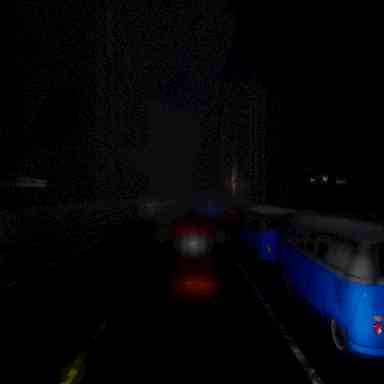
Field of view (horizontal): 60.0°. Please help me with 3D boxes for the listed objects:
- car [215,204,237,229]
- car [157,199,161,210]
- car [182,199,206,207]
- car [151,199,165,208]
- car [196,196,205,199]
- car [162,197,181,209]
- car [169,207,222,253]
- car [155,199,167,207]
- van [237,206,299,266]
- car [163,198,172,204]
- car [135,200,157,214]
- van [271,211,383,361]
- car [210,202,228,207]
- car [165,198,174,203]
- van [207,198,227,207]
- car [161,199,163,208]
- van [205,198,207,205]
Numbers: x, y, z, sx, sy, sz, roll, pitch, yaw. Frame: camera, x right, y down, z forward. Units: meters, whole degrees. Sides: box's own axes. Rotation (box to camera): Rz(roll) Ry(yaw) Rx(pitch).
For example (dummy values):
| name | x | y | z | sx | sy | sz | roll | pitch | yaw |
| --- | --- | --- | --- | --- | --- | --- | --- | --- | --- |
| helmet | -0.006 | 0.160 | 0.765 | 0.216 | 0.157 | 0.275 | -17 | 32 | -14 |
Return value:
| name | x | y | z | sx | sy | sz | roll | pitch | yaw |
| --- | --- | --- | --- | --- | --- | --- | --- | --- | --- |
| car | 2.771 | 1.740 | 22.864 | 1.802 | 1.307 | 4.206 | 0 | 0 | 0 |
| car | -5.745 | 1.763 | 45.576 | 1.967 | 1.590 | 4.097 | 0 | 0 | 0 |
| car | 0.087 | 1.691 | 30.635 | 1.882 | 1.535 | 5.008 | 0 | 0 | 0 |
| car | -5.740 | 1.970 | 56.930 | 1.947 | 1.339 | 4.313 | 0 | 0 | 0 |
| car | 2.388 | 1.983 | 70.815 | 1.882 | 1.535 | 5.008 | 0 | 0 | 0 |
| car | -3.061 | 1.886 | 50.879 | 1.812 | 1.442 | 4.674 | 0 | 0 | 0 |
| car | 0.075 | 1.603 | 14.245 | 1.837 | 1.490 | 4.892 | 0 | 0 | 0 |
| car | -5.738 | 1.970 | 62.436 | 1.752 | 1.417 | 4.829 | 0 | 0 | 0 |
| van | 2.767 | 1.419 | 11.511 | 1.690 | 1.788 | 3.998 | 0 | 0 | 0 |
| car | -5.732 | 2.097 | 79.469 | 1.752 | 1.417 | 4.829 | 0 | 0 | 0 |
| car | -5.747 | 1.832 | 39.898 | 2.008 | 1.369 | 4.403 | 0 | 0 | 0 |
| van | 2.765 | 1.380 | 5.835 | 1.690 | 1.788 | 3.998 | 0 | 0 | 0 |
| car | 2.773 | 1.781 | 28.542 | 1.802 | 1.307 | 4.206 | 0 | 0 | 0 |
| car | -5.729 | 2.162 | 85.315 | 1.887 | 1.381 | 4.507 | 0 | 0 | 0 |
| van | 2.775 | 1.581 | 34.221 | 1.690 | 1.788 | 3.998 | 0 | 0 | 0 |
| car | -5.743 | 1.888 | 51.082 | 1.752 | 1.417 | 4.829 | 0 | 0 | 0 |
| van | 2.778 | 1.622 | 39.899 | 1.690 | 1.788 | 3.998 | 0 | 0 | 0 |
